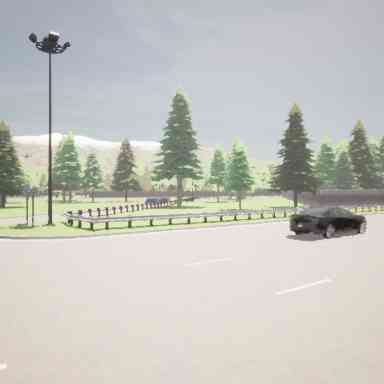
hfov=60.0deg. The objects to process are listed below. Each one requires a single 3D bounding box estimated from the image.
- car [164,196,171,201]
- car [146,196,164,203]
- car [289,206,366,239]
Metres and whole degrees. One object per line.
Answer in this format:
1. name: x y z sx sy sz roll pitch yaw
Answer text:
1. car: -5.634 1.525 69.477 1.812 1.442 4.674 0 0 5
2. car: -6.715 1.477 58.356 1.882 1.535 5.008 0 0 6
3. car: 7.210 1.477 17.461 5.008 1.535 1.882 0 0 -35
